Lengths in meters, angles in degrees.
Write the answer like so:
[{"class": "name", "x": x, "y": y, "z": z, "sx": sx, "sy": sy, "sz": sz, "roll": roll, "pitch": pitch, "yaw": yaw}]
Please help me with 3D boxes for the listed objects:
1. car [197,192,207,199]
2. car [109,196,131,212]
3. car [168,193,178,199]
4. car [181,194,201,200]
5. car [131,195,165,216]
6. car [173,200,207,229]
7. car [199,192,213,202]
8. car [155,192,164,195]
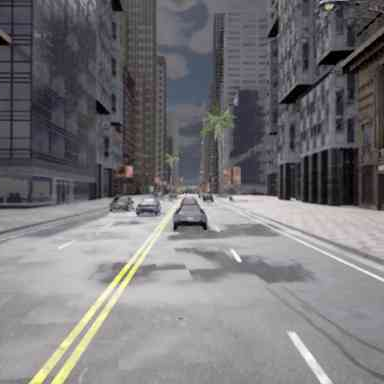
[{"class": "car", "x": 2.427, "y": 0.823, "z": 80.036, "sx": 2.128, "sy": 1.511, "sz": 4.902, "roll": 0, "pitch": 0, "yaw": -1}, {"class": "car", "x": -6.934, "y": 1.163, "z": 33.136, "sx": 1.837, "sy": 1.490, "sz": 4.892, "roll": 0, "pitch": 0, "yaw": 0}, {"class": "car", "x": -3.977, "y": 0.879, "z": 70.513, "sx": 1.895, "sy": 1.301, "sz": 4.718, "roll": 0, "pitch": 0, "yaw": -1}, {"class": "car", "x": -0.315, "y": 1.184, "z": 39.474, "sx": 1.994, "sy": 1.385, "sz": 4.181, "roll": 0, "pitch": 1, "yaw": -1}, {"class": "car", "x": -3.654, "y": 1.264, "z": 28.944, "sx": 2.033, "sy": 1.411, "sz": 5.357, "roll": 0, "pitch": 1, "yaw": -1}, {"class": "car", "x": -0.119, "y": 1.387, "z": 20.088, "sx": 1.994, "sy": 1.385, "sz": 4.181, "roll": 0, "pitch": 1, "yaw": -1}, {"class": "car", "x": 2.743, "y": 0.961, "z": 58.524, "sx": 1.837, "sy": 1.490, "sz": 4.892, "roll": 0, "pitch": 0, "yaw": -1}, {"class": "car", "x": -7.268, "y": 0.659, "z": 74.537, "sx": 1.812, "sy": 1.442, "sz": 4.674, "roll": 0, "pitch": 0, "yaw": -1}]
